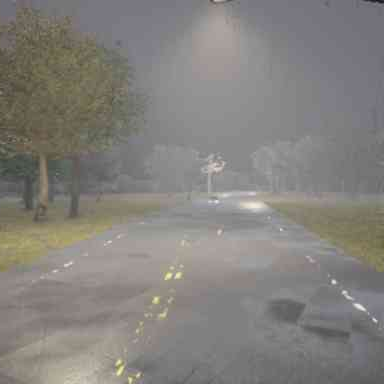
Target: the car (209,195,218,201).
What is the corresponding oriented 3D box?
[{"bbox_3d":[4.981,1.302,76.790,1.895,1.301,4.718,0,0,9],"label":"car"}]
